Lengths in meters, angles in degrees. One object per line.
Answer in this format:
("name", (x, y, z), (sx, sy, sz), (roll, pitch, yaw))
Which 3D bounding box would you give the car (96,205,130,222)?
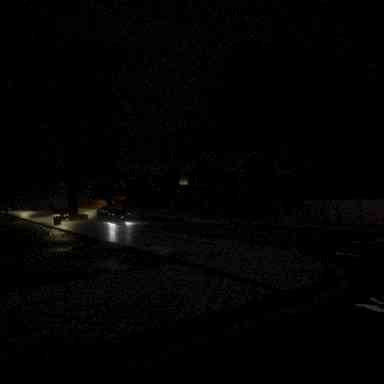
("car", (-7.389, 1.945, 30.713), (1.812, 1.442, 4.674), (-1, 0, -35))

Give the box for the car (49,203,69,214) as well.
("car", (-18.688, 2.260, 46.821), (1.882, 1.535, 5.008), (-1, 0, -35))
